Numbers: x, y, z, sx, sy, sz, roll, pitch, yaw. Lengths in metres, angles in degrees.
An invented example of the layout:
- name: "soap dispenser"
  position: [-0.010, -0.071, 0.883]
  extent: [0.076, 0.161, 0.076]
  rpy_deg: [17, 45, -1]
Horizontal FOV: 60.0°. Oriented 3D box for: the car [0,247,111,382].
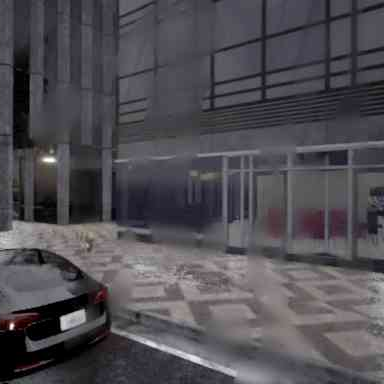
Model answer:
- name: "car"
  position: [-3.106, 1.550, 5.172]
  extent: [4.313, 1.339, 1.947]
  rpy_deg: [0, 0, 35]
